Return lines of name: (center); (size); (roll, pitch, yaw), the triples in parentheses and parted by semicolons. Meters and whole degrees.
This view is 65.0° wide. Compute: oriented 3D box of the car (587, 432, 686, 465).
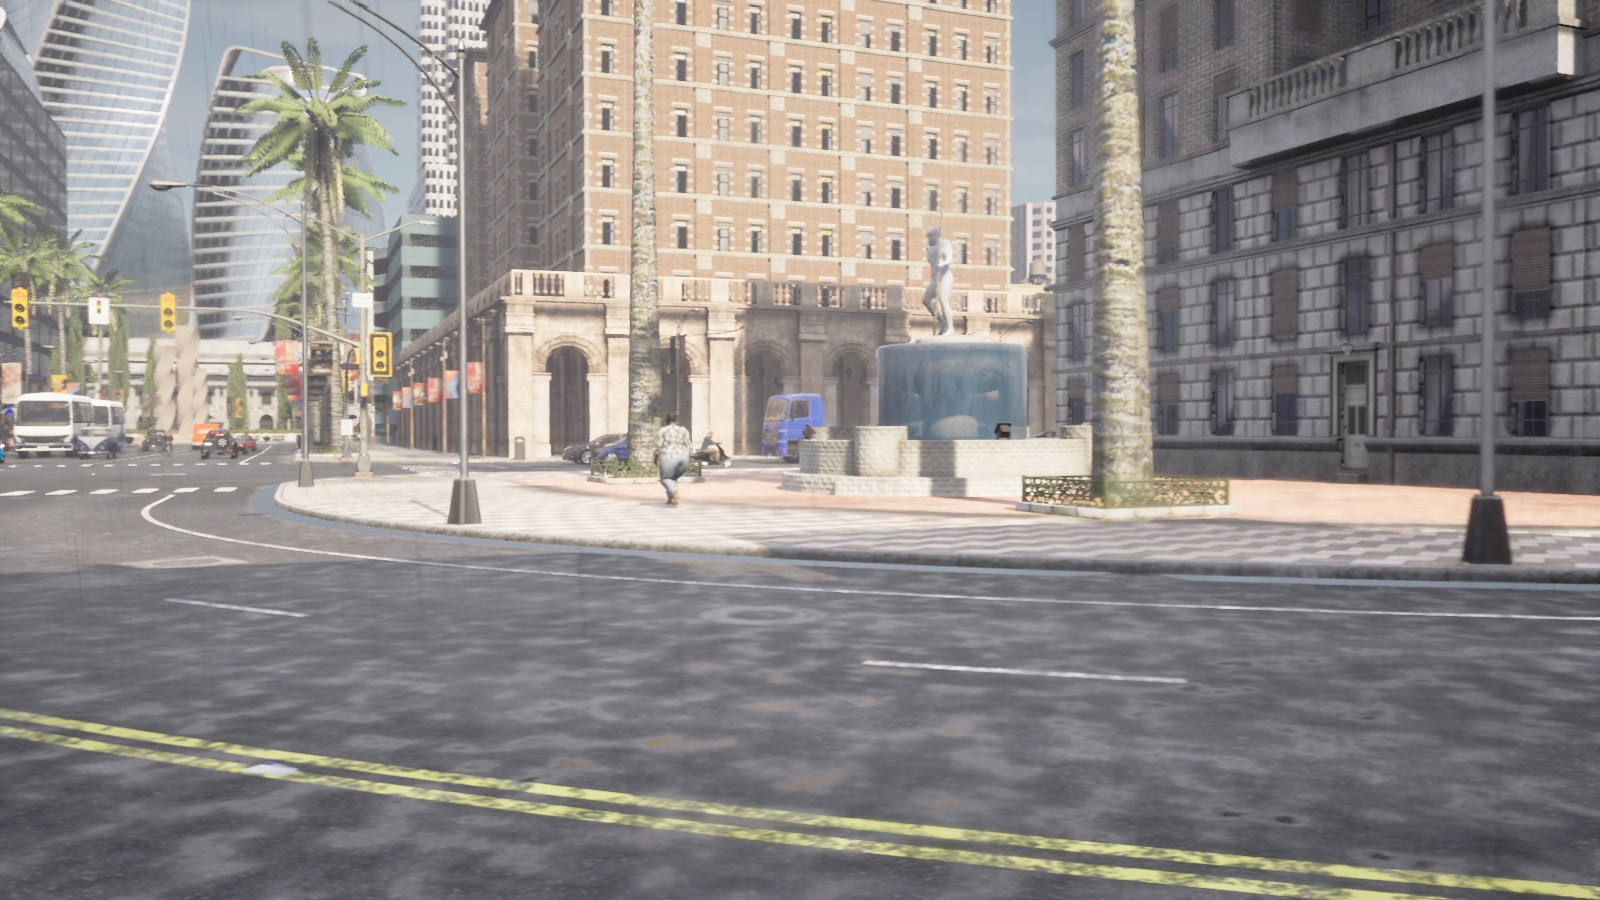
car: (-7.505, -0.064, 57.658); (4.193, 1.474, 1.816); (0, 1, -21)

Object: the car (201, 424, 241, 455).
car: (-35.799, -0.680, 77.732); (1.932, 1.855, 4.605); (0, 1, -21)

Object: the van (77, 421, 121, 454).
van: (-43.181, -0.769, 77.387); (1.775, 1.987, 4.442); (0, 1, -21)

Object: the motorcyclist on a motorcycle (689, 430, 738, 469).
motorcyclist on a motorcycle: (-3.572, -0.019, 51.723); (1.817, 1.590, 0.866); (0, 1, -21)

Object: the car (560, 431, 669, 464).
car: (-8.997, -0.131, 60.849); (4.892, 1.490, 1.837); (-1, 1, -21)

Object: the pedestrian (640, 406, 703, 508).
pedestrian: (-2.395, 0.119, 23.383); (0.874, 1.855, 0.900); (0, 1, -30)

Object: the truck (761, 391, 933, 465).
truck: (2.305, -1.080, 61.515); (7.936, 3.462, 2.891); (0, 1, -21)

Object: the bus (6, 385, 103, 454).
bus: (-49.315, -2.014, 83.385); (3.944, 4.253, 10.273); (0, 1, -22)
